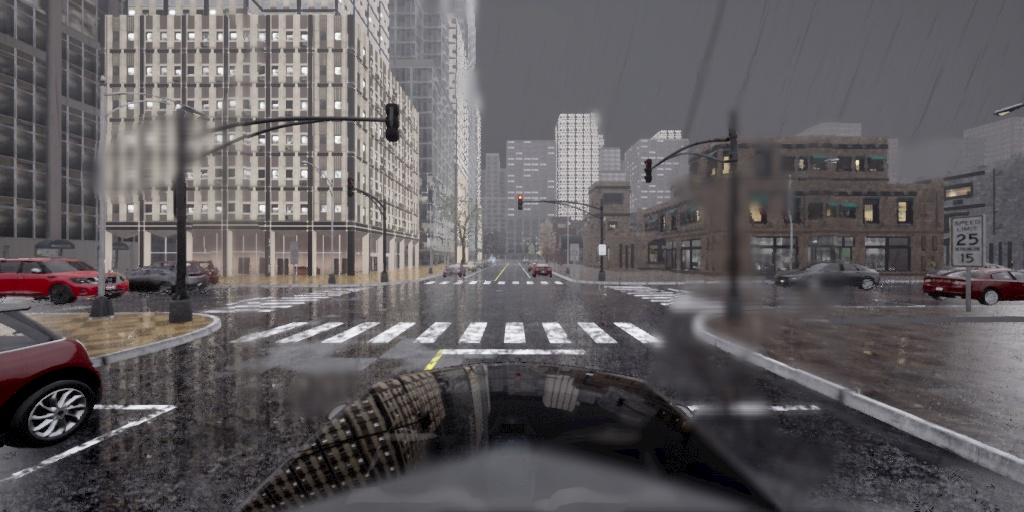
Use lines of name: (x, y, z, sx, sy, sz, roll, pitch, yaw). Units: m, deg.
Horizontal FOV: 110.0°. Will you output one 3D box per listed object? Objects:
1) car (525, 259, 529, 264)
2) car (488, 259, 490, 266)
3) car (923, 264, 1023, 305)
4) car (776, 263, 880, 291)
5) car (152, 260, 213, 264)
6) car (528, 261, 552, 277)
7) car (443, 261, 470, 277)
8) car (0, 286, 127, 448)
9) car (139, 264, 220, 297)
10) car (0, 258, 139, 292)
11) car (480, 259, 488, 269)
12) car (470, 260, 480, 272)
car: (2.915, 1.348, 45.811, 1.802, 1.307, 4.207, 0, 0, 0)
car: (-5.379, 1.344, 62.476, 1.948, 1.339, 4.313, 0, 0, 0)
car: (19.136, 1.153, 14.206, 4.507, 1.381, 1.888, 0, 0, -1)
car: (17.531, 1.131, 19.983, 4.892, 1.490, 1.837, 0, 0, -1)
car: (-21.019, 1.203, 22.189, 5.009, 1.841, 2.192, 0, 0, -1)
car: (2.859, 1.304, 34.729, 1.888, 1.381, 4.507, 0, 0, 0)
car: (-5.523, 1.341, 34.773, 1.802, 1.307, 4.207, 0, 0, 0)
car: (-5.691, 1.190, 2.306, 1.967, 1.591, 4.097, 0, 0, 0)
car: (-19.349, 1.365, 19.539, 4.902, 1.511, 2.128, 0, 0, 0)
car: (-21.106, 1.102, 16.399, 5.566, 2.045, 2.150, 0, 0, -1)
car: (-5.407, 1.324, 56.936, 2.007, 1.370, 4.403, 0, 0, 0)
car: (-5.466, 1.291, 45.684, 1.751, 1.417, 4.829, 0, 0, 0)
